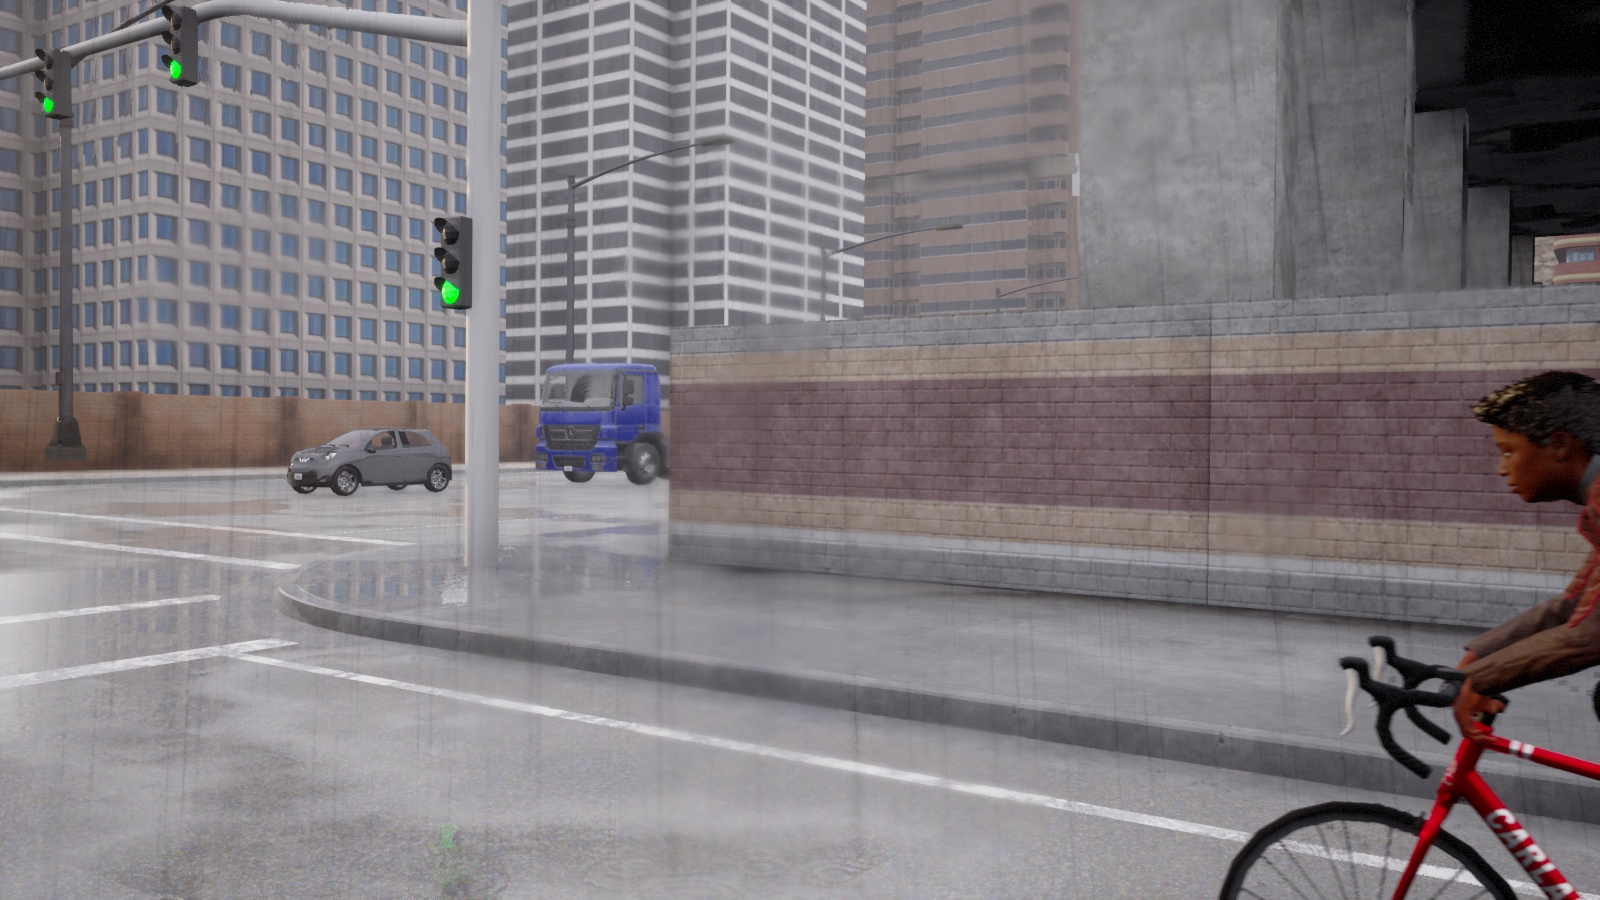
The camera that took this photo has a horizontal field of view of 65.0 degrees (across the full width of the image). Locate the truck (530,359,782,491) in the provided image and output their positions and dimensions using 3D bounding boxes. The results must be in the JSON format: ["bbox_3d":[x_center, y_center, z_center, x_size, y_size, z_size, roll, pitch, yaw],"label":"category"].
[{"bbox_3d":[-4.016,-0.721,37.134,2.891,3.462,7.936,0,1,34],"label":"truck"}]

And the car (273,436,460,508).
[{"bbox_3d":[-9.798,0.444,28.592,1.845,1.501,3.633,0,1,34],"label":"car"}]

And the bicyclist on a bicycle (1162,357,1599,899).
[{"bbox_3d":[1.650,0.635,2.527,1.656,1.620,0.582,0,1,34],"label":"bicyclist on a bicycle"}]
